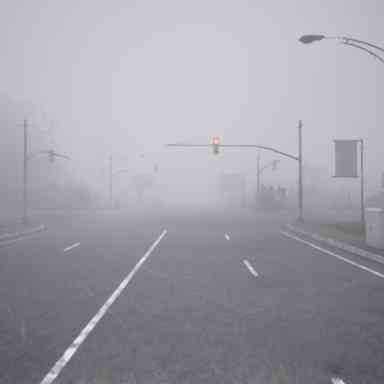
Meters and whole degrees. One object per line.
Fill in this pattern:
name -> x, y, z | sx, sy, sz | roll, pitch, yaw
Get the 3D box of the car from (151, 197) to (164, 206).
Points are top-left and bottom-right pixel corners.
car -> -6.492, 1.718, 62.300 | 2.097, 1.767, 4.553 | 0, 0, 1
